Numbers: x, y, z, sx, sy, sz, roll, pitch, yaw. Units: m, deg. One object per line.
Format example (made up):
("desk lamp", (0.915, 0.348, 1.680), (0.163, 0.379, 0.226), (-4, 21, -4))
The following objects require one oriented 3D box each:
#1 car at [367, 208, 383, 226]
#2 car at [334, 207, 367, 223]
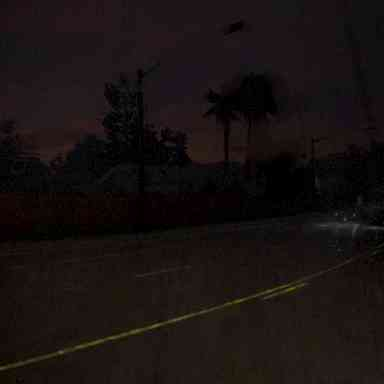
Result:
("car", (15.846, 1.937, 26.322), (2.033, 1.411, 5.357), (-1, -1, 41))
("car", (14.516, 2.058, 30.147), (1.895, 1.301, 4.718), (-1, -1, 41))
